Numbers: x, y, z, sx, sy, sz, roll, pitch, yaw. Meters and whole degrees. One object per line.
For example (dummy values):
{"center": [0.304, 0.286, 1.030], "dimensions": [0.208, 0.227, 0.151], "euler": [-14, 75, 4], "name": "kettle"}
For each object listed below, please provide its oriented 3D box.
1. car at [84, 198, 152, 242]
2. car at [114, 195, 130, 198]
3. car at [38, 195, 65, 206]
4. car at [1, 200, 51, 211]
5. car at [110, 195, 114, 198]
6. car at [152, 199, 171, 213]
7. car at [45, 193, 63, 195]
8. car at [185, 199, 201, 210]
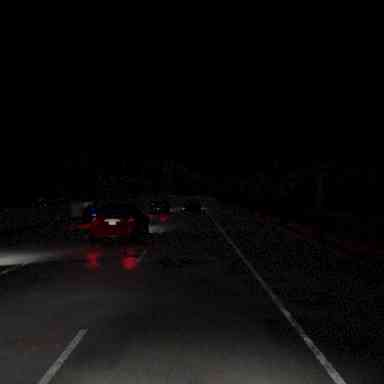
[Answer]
{"center": [-3.404, 1.350, 16.355], "dimensions": [2.097, 1.767, 4.553], "euler": [0, 0, 0], "name": "car"}
{"center": [-14.012, 1.347, 68.499], "dimensions": [2.097, 1.767, 4.553], "euler": [0, 0, 0], "name": "car"}
{"center": [-17.594, 1.474, 40.539], "dimensions": [1.882, 1.535, 5.008], "euler": [0, 0, 0], "name": "car"}
{"center": [-14.104, 1.598, 28.190], "dimensions": [1.895, 1.301, 4.718], "euler": [0, 0, 0], "name": "car"}
{"center": [-17.514, 1.530, 80.630], "dimensions": [2.033, 1.411, 5.357], "euler": [0, 0, 0], "name": "car"}
{"center": [-3.407, 1.487, 36.224], "dimensions": [2.128, 1.511, 4.902], "euler": [0, 0, 0], "name": "car"}
{"center": [-21.072, 1.217, 49.988], "dimensions": [2.150, 2.045, 5.566], "euler": [0, 0, 0], "name": "car"}
{"center": [0.092, 1.558, 41.795], "dimensions": [1.994, 1.385, 4.181], "euler": [0, 0, 0], "name": "car"}
